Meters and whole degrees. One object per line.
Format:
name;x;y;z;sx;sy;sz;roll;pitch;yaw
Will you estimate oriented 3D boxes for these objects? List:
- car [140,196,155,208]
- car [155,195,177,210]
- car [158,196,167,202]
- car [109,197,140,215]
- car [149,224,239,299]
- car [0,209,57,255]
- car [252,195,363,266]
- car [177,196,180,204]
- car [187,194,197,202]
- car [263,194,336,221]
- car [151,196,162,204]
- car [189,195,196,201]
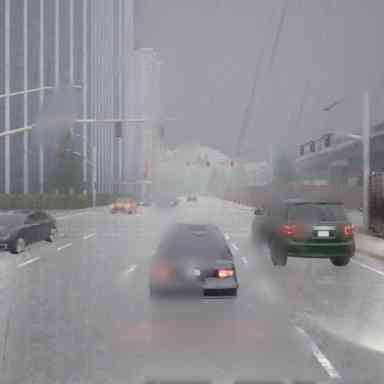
car;-7.083;1.491;48.848;2.128;1.511;4.902;0;0;0
car;-3.325;1.359;42.963;2.097;1.767;4.553;0;0;-4
car;-6.979;1.576;79.091;1.895;1.301;4.718;0;0;0
car;-7.092;1.385;34.545;2.097;1.767;4.553;0;0;0
car;0.057;1.547;8.630;2.033;1.411;5.357;0;0;1
car;-7.095;1.504;13.447;1.837;1.490;4.892;0;0;0
car;3.574;1.221;11.663;2.150;2.045;5.566;0;0;1
car;-3.572;1.352;56.222;2.097;1.767;4.553;0;0;0
car;0.021;1.355;78.648;2.097;1.767;4.553;0;0;0
car;9.068;1.260;28.488;5.566;2.045;2.150;1;1;7
car;-7.016;1.525;66.135;1.812;1.442;4.674;0;0;1
car;0.024;1.500;88.893;1.837;1.490;4.892;0;0;0
